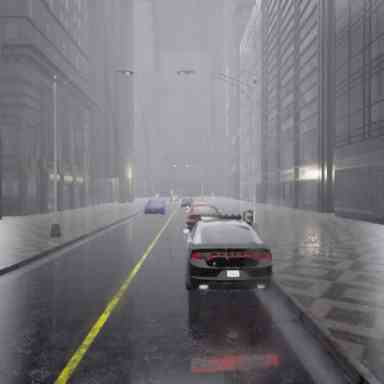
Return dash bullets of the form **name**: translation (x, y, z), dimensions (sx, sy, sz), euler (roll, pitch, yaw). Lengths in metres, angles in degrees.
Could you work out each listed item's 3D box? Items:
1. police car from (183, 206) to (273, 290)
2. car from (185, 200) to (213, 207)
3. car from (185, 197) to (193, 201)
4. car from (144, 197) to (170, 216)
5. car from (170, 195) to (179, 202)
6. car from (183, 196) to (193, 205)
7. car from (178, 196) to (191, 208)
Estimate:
- **police car**: translation (0.787, 1.419, 9.188), dimensions (1.930, 1.638, 5.238), euler (0, 0, -1)
- **car**: translation (0.666, 1.466, 19.077), dimensions (1.882, 1.535, 5.008), euler (0, 0, -1)
- **car**: translation (0.591, 1.440, 25.267), dimensions (1.801, 1.575, 5.366), euler (0, 0, -1)
- **car**: translation (-3.492, 1.458, 32.229), dimensions (1.882, 1.535, 5.008), euler (0, 0, -1)
- **car**: translation (-3.891, 1.475, 73.257), dimensions (2.128, 1.511, 4.902), euler (0, 0, -1)
- **car**: translation (-0.733, 1.491, 60.289), dimensions (1.812, 1.442, 4.674), euler (0, 0, -1)
- **car**: translation (-0.557, 1.573, 46.676), dimensions (1.895, 1.301, 4.718), euler (0, 0, 0)
